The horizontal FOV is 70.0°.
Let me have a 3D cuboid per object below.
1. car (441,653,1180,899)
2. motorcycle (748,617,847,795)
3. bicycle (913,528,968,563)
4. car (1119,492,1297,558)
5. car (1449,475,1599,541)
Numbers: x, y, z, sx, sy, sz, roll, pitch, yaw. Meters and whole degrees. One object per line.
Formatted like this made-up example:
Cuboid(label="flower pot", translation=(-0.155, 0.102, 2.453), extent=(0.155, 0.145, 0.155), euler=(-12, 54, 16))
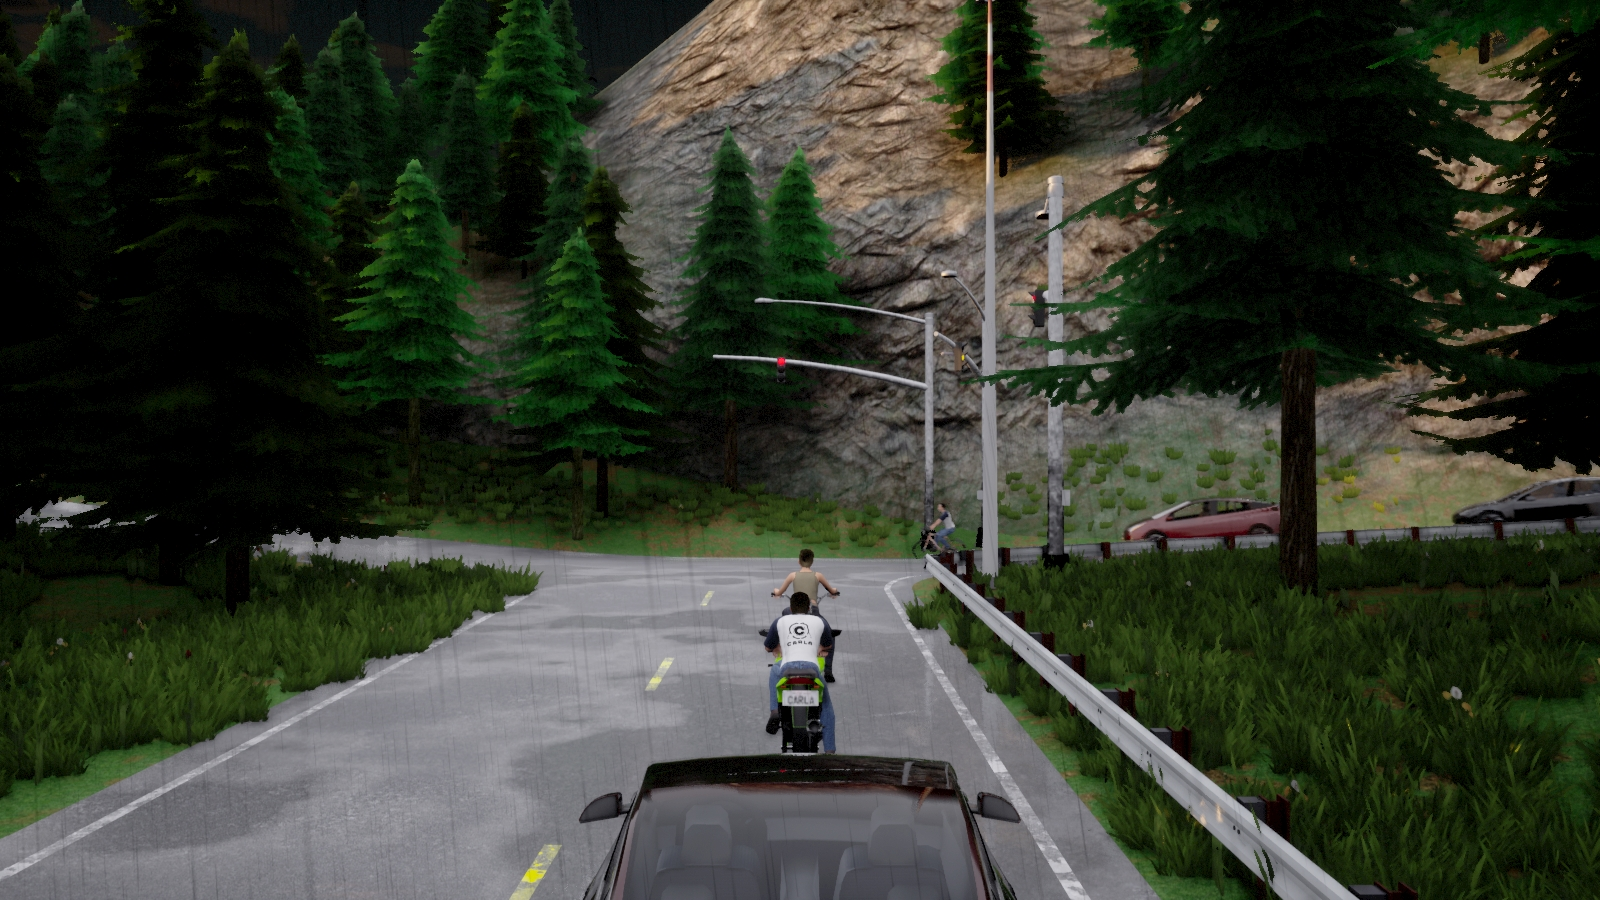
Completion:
Cuboid(label="car", translation=(0.029, 2.063, 5.012), extent=(2.163, 1.488, 4.792), euler=(0, 0, 0))
Cuboid(label="motorcycle", translation=(-0.020, 2.213, 10.238), extent=(0.803, 1.145, 2.033), euler=(0, 0, 0))
Cuboid(label="bicycle", translation=(4.326, 2.939, 35.313), extent=(1.643, 1.024, 0.373), euler=(-2, -1, 3))
Cuboid(label="car", translation=(11.743, 2.170, 33.195), extent=(4.514, 1.525, 2.007), euler=(-4, -2, 11))
Cuboid(label="car", translation=(20.192, 1.500, 30.398), extent=(4.792, 1.488, 2.163), euler=(-5, -2, 24))
